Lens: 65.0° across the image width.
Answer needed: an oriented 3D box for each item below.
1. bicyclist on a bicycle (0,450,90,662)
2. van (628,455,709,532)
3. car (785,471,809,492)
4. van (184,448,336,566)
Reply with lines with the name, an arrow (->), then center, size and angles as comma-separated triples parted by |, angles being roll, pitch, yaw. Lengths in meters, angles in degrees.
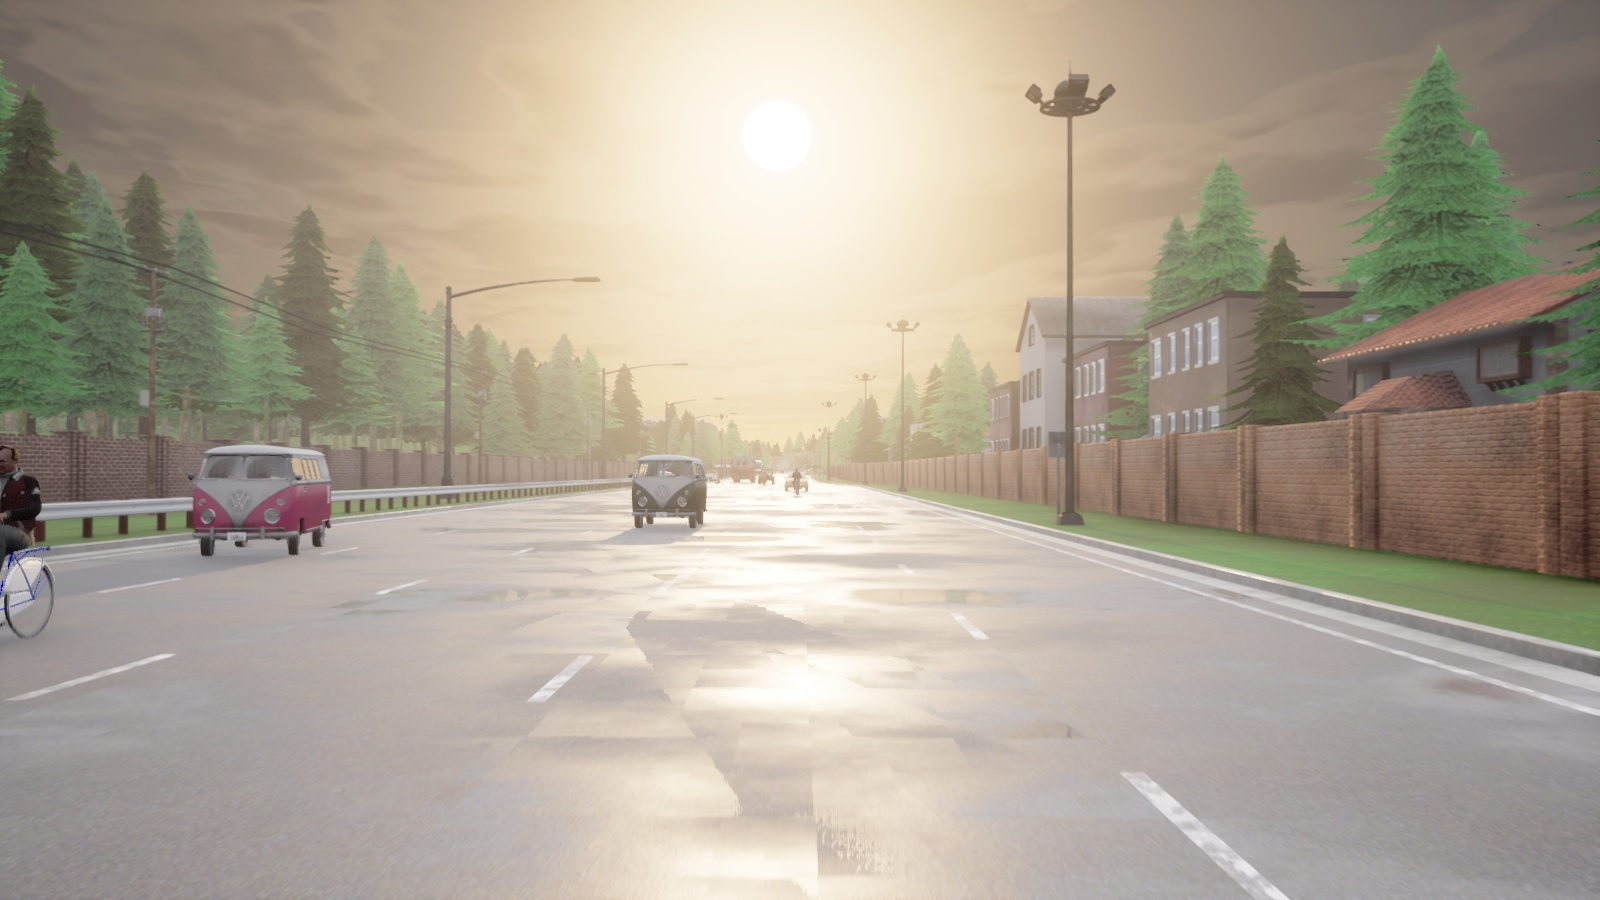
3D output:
bicyclist on a bicycle -> -7.028, 0.896, 10.910 | 0.659, 1.776, 1.843 | 0, -1, 0
van -> -3.588, 1.166, 34.902 | 1.775, 1.987, 4.442 | 0, -1, 0
car -> -0.241, 2.377, 96.963 | 1.801, 1.575, 5.366 | 0, -1, 0
van -> -10.019, 1.003, 23.638 | 1.775, 1.987, 4.442 | 0, -1, -12
